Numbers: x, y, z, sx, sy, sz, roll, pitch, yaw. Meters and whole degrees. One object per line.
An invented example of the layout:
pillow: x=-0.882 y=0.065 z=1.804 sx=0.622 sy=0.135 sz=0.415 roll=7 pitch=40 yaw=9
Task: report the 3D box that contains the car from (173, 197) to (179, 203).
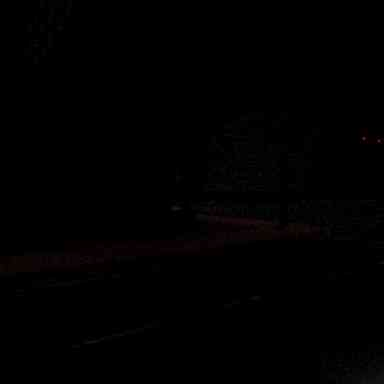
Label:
car: x=-4.333 y=1.395 z=59.071 sx=1.895 sy=1.301 sz=4.718 roll=0 pitch=0 yaw=-35
